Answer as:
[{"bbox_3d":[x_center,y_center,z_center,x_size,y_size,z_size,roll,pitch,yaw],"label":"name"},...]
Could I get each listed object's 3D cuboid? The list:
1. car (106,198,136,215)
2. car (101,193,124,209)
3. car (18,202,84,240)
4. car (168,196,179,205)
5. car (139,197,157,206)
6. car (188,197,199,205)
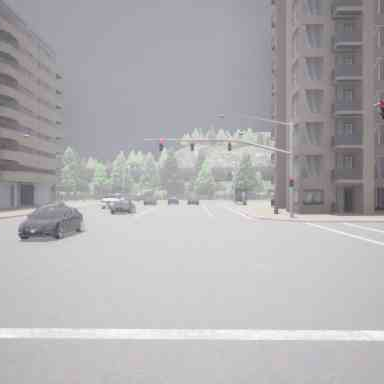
[{"bbox_3d":[-7.025,1.563,34.172,1.994,1.385,4.181,0,0,0],"label":"car"},{"bbox_3d":[-10.526,1.216,44.547,2.150,2.045,5.566,0,1,0],"label":"car"},{"bbox_3d":[-7.065,1.503,17.182,1.837,1.490,4.892,0,0,0],"label":"car"},{"bbox_3d":[-3.374,1.524,60.030,1.812,1.442,4.674,0,0,0],"label":"car"},{"bbox_3d":[-6.931,1.546,55.424,2.033,1.411,5.357,0,0,1],"label":"car"},{"bbox_3d":[0.223,1.562,58.373,1.994,1.385,4.181,0,0,0],"label":"car"}]
